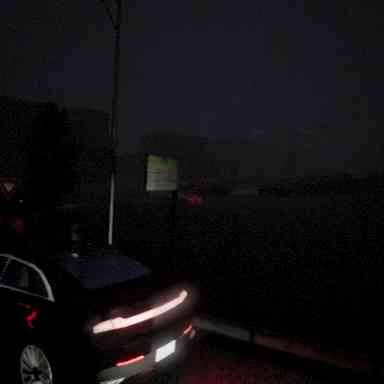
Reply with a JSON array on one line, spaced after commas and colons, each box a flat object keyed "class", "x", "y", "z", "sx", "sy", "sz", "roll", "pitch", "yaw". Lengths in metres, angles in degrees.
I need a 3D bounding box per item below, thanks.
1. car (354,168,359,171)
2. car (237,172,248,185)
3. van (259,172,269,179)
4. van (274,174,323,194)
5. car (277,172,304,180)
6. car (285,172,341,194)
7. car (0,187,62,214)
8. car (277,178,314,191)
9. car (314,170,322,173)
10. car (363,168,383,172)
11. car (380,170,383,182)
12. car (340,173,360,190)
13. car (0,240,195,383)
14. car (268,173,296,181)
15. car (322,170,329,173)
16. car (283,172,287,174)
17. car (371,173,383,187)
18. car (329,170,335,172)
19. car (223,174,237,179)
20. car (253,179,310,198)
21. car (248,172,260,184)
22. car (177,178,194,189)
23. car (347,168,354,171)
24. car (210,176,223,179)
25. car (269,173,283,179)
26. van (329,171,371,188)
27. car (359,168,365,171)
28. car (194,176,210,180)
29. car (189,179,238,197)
[{"class": "car", "x": 37.790, "y": -4.690, "z": 82.048, "sx": 5.008, "sy": 1.535, "sz": 2.097, "roll": 2, "pitch": 5, "yaw": 30}, {"class": "car", "x": 6.422, "y": -2.139, "z": 55.603, "sx": 4.553, "sy": 1.767, "sz": 2.185, "roll": 1, "pitch": 5, "yaw": 30}, {"class": "van", "x": 10.773, "y": -2.637, "z": 59.479, "sx": 4.442, "sy": 1.987, "sz": 1.878, "roll": 1, "pitch": 5, "yaw": 30}, {"class": "van", "x": 12.125, "y": -0.699, "z": 37.945, "sx": 4.442, "sy": 1.987, "sz": 1.878, "roll": 3, "pitch": 6, "yaw": 31}, {"class": "car", "x": 19.826, "y": -3.193, "z": 67.011, "sx": 5.008, "sy": 1.535, "sz": 2.097, "roll": 1, "pitch": 5, "yaw": 30}, {"class": "car", "x": 14.338, "y": -0.927, "z": 39.874, "sx": 5.566, "sy": 2.045, "sz": 2.435, "roll": 3, "pitch": 7, "yaw": 31}, {"class": "car", "x": -11.542, "y": 0.478, "z": 24.203, "sx": 2.097, "sy": 1.767, "sz": 4.553, "roll": 2, "pitch": 3, "yaw": 15}, {"class": "car", "x": 13.929, "y": -1.119, "z": 45.178, "sx": 1.812, "sy": 1.442, "sz": 4.674, "roll": -4, "pitch": 6, "yaw": -34}, {"class": "car", "x": 24.317, "y": -3.582, "z": 70.767, "sx": 4.892, "sy": 1.521, "sz": 2.231, "roll": 1, "pitch": 5, "yaw": 30}, {"class": "car", "x": 30.765, "y": -2.304, "z": 52.990, "sx": 5.566, "sy": 2.045, "sz": 2.435, "roll": 3, "pitch": 6, "yaw": 30}, {"class": "car", "x": 35.395, "y": -2.703, "z": 56.815, "sx": 5.566, "sy": 2.045, "sz": 2.435, "roll": 3, "pitch": 6, "yaw": 30}, {"class": "car", "x": 19.027, "y": -1.194, "z": 43.622, "sx": 4.553, "sy": 1.767, "sz": 2.185, "roll": 3, "pitch": 6, "yaw": 31}, {"class": "car", "x": -2.257, "y": 1.507, "z": 5.043, "sx": 4.902, "sy": 1.511, "sz": 2.128, "roll": 0, "pitch": 0, "yaw": 36}, {"class": "car", "x": 17.617, "y": -2.967, "z": 65.103, "sx": 4.792, "sy": 1.488, "sz": 2.163, "roll": 1, "pitch": 5, "yaw": 30}, {"class": "car", "x": 26.561, "y": -3.779, "z": 72.653, "sx": 5.008, "sy": 1.535, "sz": 2.097, "roll": 1, "pitch": 5, "yaw": 30}, {"class": "car", "x": 15.348, "y": -2.802, "z": 63.232, "sx": 5.008, "sy": 1.535, "sz": 2.097, "roll": 1, "pitch": 5, "yaw": 30}, {"class": "car", "x": 26.079, "y": -1.656, "z": 49.231, "sx": 4.892, "sy": 1.521, "sz": 2.231, "roll": 3, "pitch": 7, "yaw": 31}, {"class": "car", "x": 28.824, "y": -4.095, "z": 74.509, "sx": 4.553, "sy": 1.767, "sz": 2.185, "roll": 1, "pitch": 5, "yaw": 30}, {"class": "car", "x": 4.132, "y": -1.789, "z": 53.739, "sx": 4.792, "sy": 1.488, "sz": 2.163, "roll": 1, "pitch": 5, "yaw": 30}, {"class": "car", "x": 9.680, "y": -0.285, "z": 36.167, "sx": 5.008, "sy": 1.535, "sz": 2.097, "roll": 3, "pitch": 6, "yaw": 31}, {"class": "car", "x": 8.638, "y": -2.213, "z": 57.545, "sx": 5.008, "sy": 1.535, "sz": 2.097, "roll": 1, "pitch": 5, "yaw": 30}, {"class": "car", "x": -2.560, "y": -1.185, "z": 47.997, "sx": 4.674, "sy": 1.452, "sz": 2.002, "roll": 1, "pitch": 5, "yaw": 29}, {"class": "car", "x": 35.549, "y": -4.521, "z": 80.165, "sx": 5.008, "sy": 1.535, "sz": 2.097, "roll": 2, "pitch": 5, "yaw": 30}, {"class": "car", "x": 1.940, "y": -1.744, "z": 51.786, "sx": 4.553, "sy": 1.767, "sz": 2.185, "roll": 1, "pitch": 5, "yaw": 29}, {"class": "car", "x": 13.278, "y": -2.605, "z": 61.241, "sx": 5.366, "sy": 1.575, "sz": 1.946, "roll": 1, "pitch": 5, "yaw": 30}, {"class": "van", "x": 21.498, "y": -1.483, "z": 45.406, "sx": 4.442, "sy": 1.987, "sz": 1.878, "roll": 3, "pitch": 6, "yaw": 31}, {"class": "car", "x": 39.887, "y": -4.864, "z": 84.011, "sx": 5.366, "sy": 1.575, "sz": 1.946, "roll": 2, "pitch": 5, "yaw": 30}, {"class": "car", "x": -0.294, "y": -1.393, "z": 49.894, "sx": 4.792, "sy": 1.488, "sz": 2.163, "roll": 1, "pitch": 5, "yaw": 29}, {"class": "car", "x": 2.493, "y": -0.355, "z": 37.810, "sx": 4.902, "sy": 1.511, "sz": 2.128, "roll": -4, "pitch": 6, "yaw": -39}]
